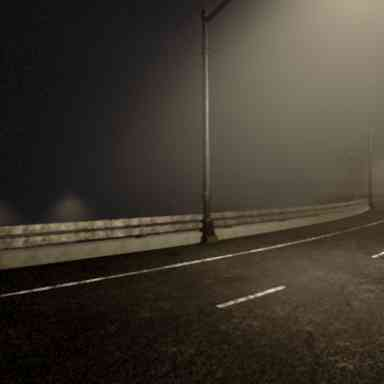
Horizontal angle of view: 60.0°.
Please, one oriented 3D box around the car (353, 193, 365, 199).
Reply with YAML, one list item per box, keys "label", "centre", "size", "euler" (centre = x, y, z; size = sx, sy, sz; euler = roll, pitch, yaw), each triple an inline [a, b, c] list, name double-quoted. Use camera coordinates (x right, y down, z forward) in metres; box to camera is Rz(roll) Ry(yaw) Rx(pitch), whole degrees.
- label: "car"
  centre: [39.522, 1.071, 78.836]
  size: [1.837, 1.490, 4.892]
  euler: [-1, 0, 7]
